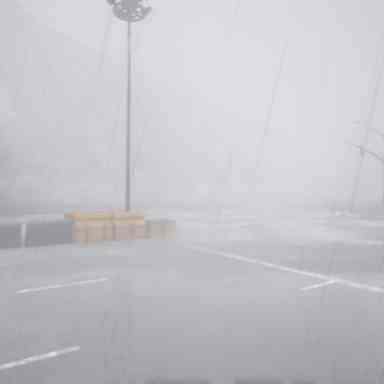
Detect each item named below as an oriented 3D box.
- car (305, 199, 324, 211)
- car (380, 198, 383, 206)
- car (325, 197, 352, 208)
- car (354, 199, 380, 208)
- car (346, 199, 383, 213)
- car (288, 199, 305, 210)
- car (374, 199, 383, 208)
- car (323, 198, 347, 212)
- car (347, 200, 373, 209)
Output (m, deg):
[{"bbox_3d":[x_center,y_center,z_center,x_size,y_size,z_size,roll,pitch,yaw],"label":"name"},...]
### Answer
[{"bbox_3d":[18.782,1.723,47.521,4.553,1.767,2.097,1,0,-35],"label":"car"},{"bbox_3d":[40.008,2.087,67.049,5.008,1.535,1.882,1,0,-38],"label":"car"},{"bbox_3d":[24.657,1.804,55.984,4.553,1.767,2.097,1,0,-35],"label":"car"},{"bbox_3d":[32.315,2.070,61.378,5.357,1.411,2.033,1,0,-36],"label":"car"},{"bbox_3d":[21.284,1.881,40.711,4.674,1.442,1.812,1,0,-35],"label":"car"},{"bbox_3d":[16.513,1.860,50.201,4.902,1.511,2.128,1,0,-35],"label":"car"},{"bbox_3d":[34.195,2.033,58.421,4.892,1.490,1.837,1,0,-35],"label":"car"},{"bbox_3d":[20.326,1.913,44.333,5.357,1.411,2.033,1,0,-36],"label":"car"},{"bbox_3d":[26.914,2.018,53.285,4.181,1.385,1.994,1,0,-34],"label":"car"}]
